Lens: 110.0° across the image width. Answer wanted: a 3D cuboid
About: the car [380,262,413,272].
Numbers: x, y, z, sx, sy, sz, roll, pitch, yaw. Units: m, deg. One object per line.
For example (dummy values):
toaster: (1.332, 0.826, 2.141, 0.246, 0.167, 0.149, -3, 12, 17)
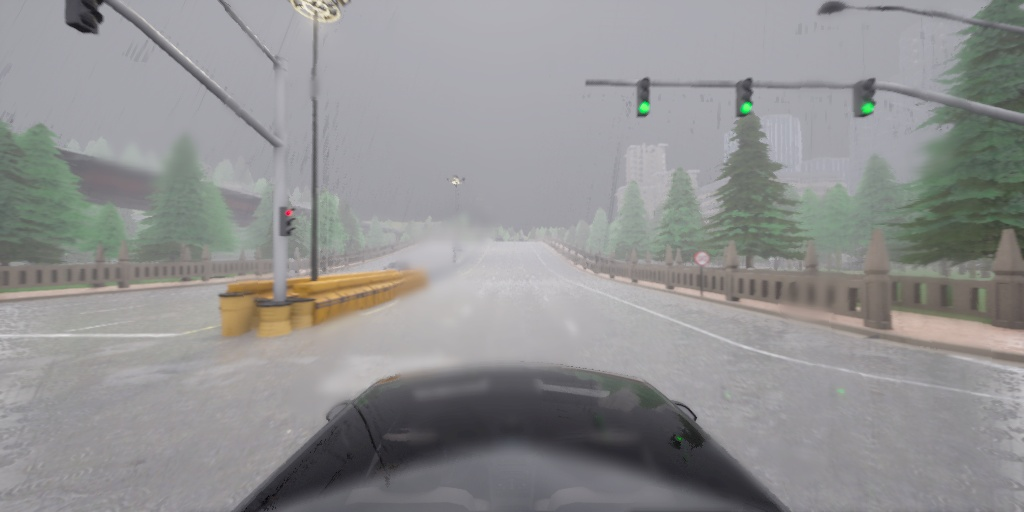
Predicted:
car: (-10.532, 1.351, 32.825, 2.097, 1.767, 4.553, 0, -1, 0)
